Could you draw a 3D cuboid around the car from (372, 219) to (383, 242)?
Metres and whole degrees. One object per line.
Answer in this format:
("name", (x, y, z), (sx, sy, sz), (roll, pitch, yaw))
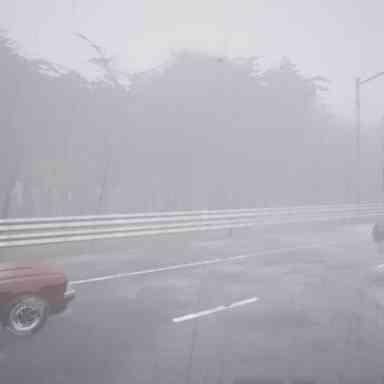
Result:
("car", (10.129, 1.559, 15.257), (4.181, 1.385, 1.994), (0, 1, -35))

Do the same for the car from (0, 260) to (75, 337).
("car", (-4.322, 1.601, 4.966), (4.718, 1.301, 1.895), (0, 0, -36))
